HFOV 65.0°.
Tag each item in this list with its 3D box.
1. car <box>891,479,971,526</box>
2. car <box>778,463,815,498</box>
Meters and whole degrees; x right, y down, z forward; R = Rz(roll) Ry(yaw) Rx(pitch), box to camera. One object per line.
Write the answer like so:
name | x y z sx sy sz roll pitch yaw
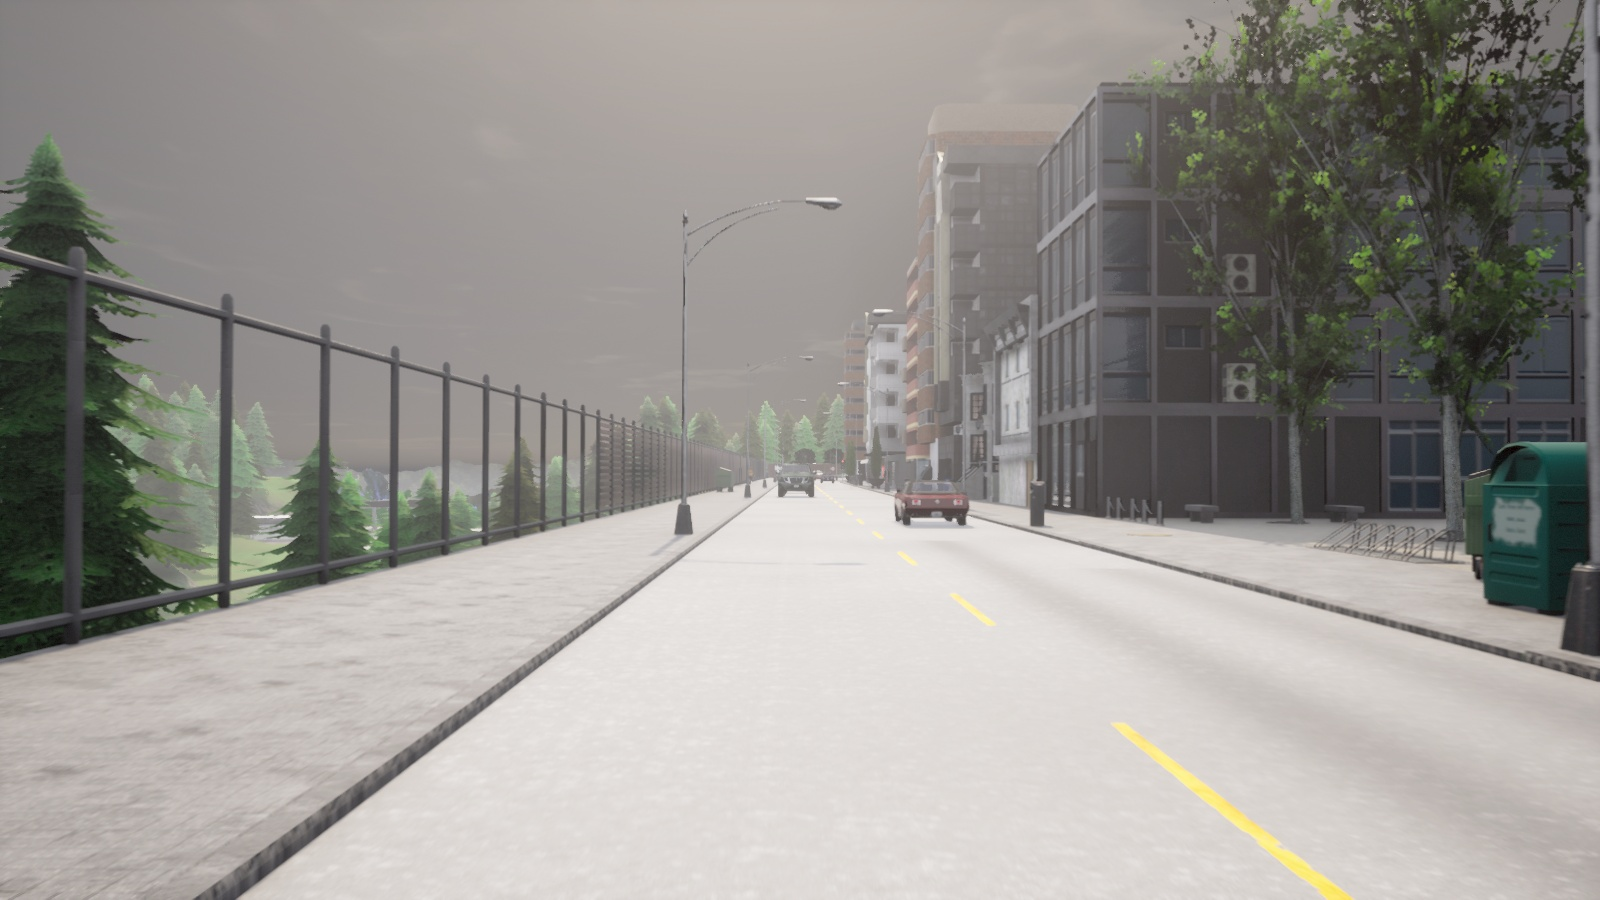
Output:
car | 3.893 1.536 38.028 1.895 1.301 4.718 0 -1 0
car | -0.212 1.807 76.038 2.150 2.045 5.566 0 -1 0
